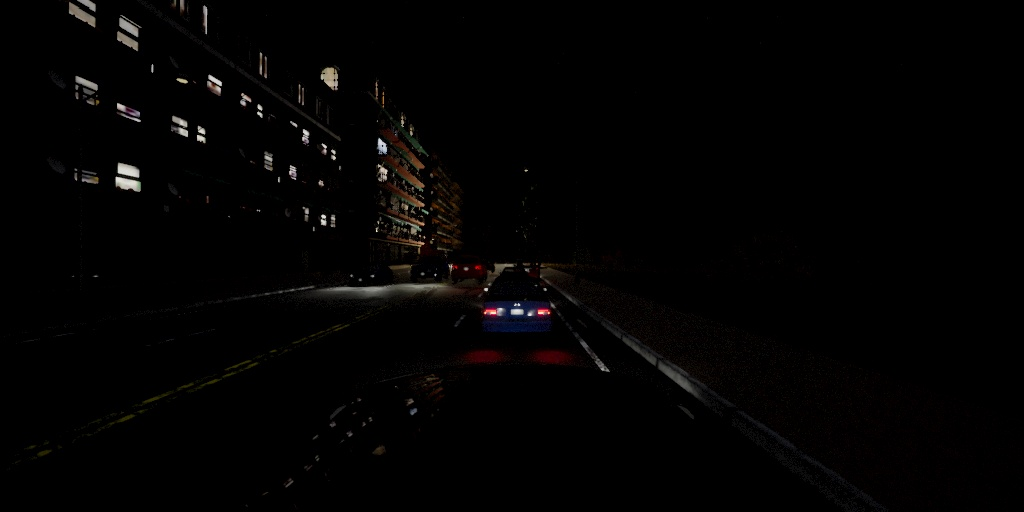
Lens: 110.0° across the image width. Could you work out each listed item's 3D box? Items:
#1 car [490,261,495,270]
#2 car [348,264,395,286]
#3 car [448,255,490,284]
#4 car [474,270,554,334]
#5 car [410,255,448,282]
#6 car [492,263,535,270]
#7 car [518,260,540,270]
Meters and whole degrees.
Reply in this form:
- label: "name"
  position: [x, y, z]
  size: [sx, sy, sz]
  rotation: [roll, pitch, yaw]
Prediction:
- label: "car"
  position: [-3.102, 1.280, 44.401]
  size: [1.812, 1.442, 4.674]
  rotation: [0, -1, 0]
- label: "car"
  position: [-9.809, 1.279, 25.498]
  size: [1.812, 1.442, 4.674]
  rotation: [0, 0, 0]
- label: "car"
  position: [-3.122, 0.974, 27.100]
  size: [2.150, 2.045, 5.566]
  rotation: [0, 0, 0]
- label: "car"
  position: [0.112, 1.299, 10.542]
  size: [2.033, 1.411, 5.357]
  rotation: [0, 0, 0]
- label: "car"
  position: [-6.569, 0.975, 29.096]
  size: [2.150, 2.045, 5.566]
  rotation: [0, 0, 0]
- label: "car"
  position: [0.116, 1.317, 20.876]
  size: [1.994, 1.385, 4.181]
  rotation: [0, 0, 1]
- label: "car"
  position: [1.170, 1.104, 29.811]
  size: [2.097, 1.767, 4.553]
  rotation: [0, 0, 0]
